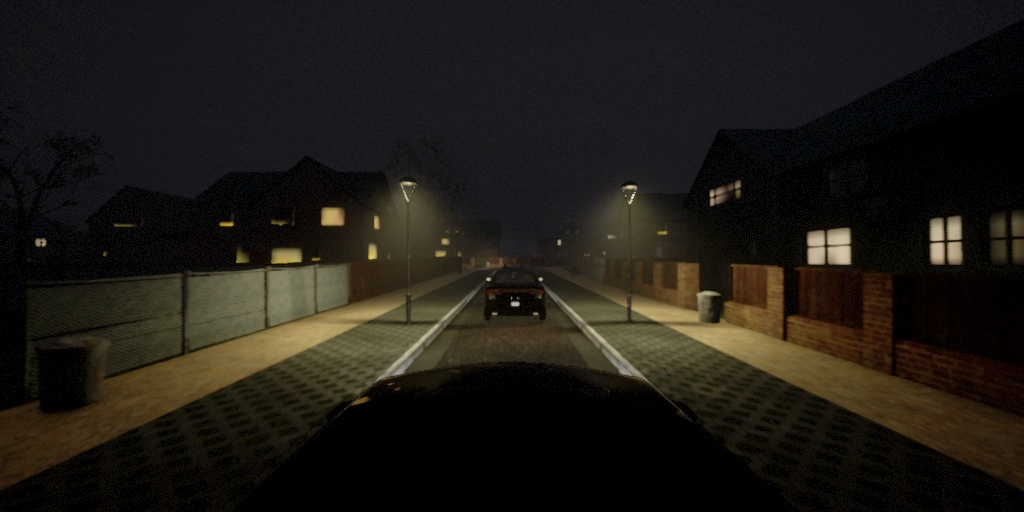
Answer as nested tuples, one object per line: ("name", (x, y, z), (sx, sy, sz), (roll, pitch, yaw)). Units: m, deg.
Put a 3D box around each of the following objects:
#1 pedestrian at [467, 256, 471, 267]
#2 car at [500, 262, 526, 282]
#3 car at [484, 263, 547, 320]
("pedestrian", (-6.717, 0.836, 55.759), (0.375, 1.860, 0.375), (0, -1, 1))
("car", (0.097, 1.217, 28.766), (1.895, 1.301, 4.718), (0, 0, 0))
("car", (0.094, 1.176, 12.472), (1.882, 1.535, 5.008), (0, 0, 0))
